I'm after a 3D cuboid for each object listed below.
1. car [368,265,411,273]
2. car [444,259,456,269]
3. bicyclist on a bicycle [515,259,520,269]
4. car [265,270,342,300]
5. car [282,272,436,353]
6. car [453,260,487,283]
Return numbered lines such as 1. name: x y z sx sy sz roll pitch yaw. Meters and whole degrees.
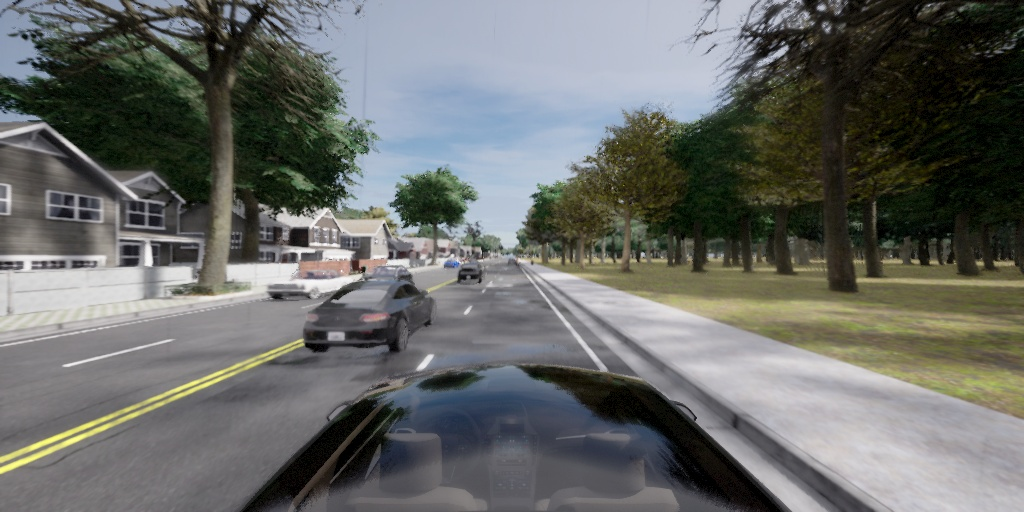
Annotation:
1. car: -6.600 1.260 19.024 2.128 1.511 4.902 0 0 0
2. car: -9.802 1.285 58.186 1.882 1.535 5.008 0 0 1
3. bicyclist on a bicycle: 0.887 1.241 54.134 0.866 1.612 1.509 0 0 0
4. car: -9.850 1.368 17.801 1.895 1.301 4.718 0 0 0
5. car: -3.156 1.283 8.754 1.812 1.442 4.674 0 0 0
6. car: -3.153 1.283 28.366 1.837 1.490 4.892 0 0 0
